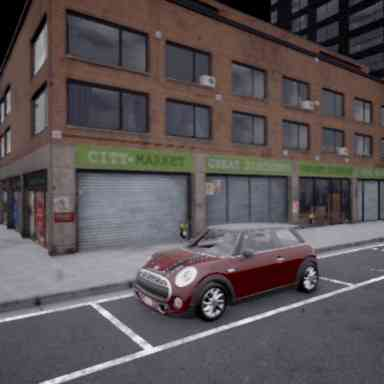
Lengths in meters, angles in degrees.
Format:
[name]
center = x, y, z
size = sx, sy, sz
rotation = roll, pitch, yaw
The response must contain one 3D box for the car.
[car]
center = 0.841, 1.424, 7.133
size = 4.097, 1.590, 1.967
rotation = 0, 0, -35
